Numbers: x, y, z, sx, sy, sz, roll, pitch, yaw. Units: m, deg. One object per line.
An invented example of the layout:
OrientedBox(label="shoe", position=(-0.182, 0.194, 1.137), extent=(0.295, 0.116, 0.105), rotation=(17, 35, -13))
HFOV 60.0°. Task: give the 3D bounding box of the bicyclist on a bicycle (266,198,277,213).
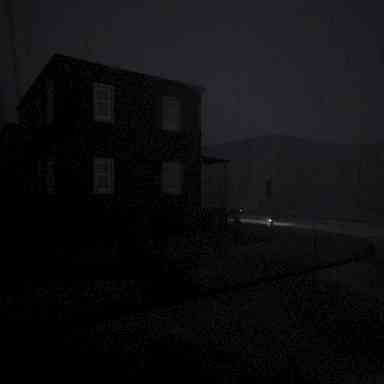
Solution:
OrientedBox(label="bicyclist on a bicycle", position=(8.304, 1.348, 34.786), extent=(1.656, 1.620, 0.582), rotation=(0, 0, -35))

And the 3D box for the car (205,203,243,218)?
OrientedBox(label="car", position=(2.214, 1.601, 28.859), extent=(1.895, 1.301, 4.718), rotation=(0, 0, -35))
